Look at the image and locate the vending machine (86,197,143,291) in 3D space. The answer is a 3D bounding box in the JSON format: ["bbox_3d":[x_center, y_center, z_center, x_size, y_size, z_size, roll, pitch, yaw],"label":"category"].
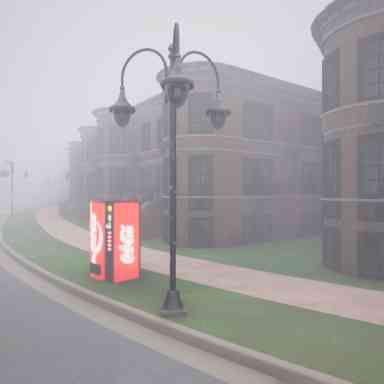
[{"bbox_3d":[-1.923,1.195,8.276,1.100,2.100,0.880,0,0,-44],"label":"vending machine"}]

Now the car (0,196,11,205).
[{"bbox_3d":[-33.264,1.497,58.771,2.128,1.511,4.902,0,0,-11],"label":"car"}]
